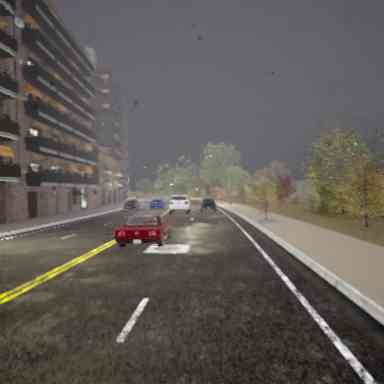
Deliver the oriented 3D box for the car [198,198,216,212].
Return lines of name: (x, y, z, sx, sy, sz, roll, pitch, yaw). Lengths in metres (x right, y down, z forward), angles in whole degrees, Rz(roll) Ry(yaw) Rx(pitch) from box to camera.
car: (1.894, 1.515, 39.946, 1.837, 1.490, 4.892, -1, 0, 0)

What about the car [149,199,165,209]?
car: (-4.789, 1.682, 46.371, 1.882, 1.535, 5.008, -2, 0, 0)

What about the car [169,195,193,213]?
car: (-1.360, 1.319, 37.693, 2.150, 2.045, 5.566, -2, 0, 0)

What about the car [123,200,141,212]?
car: (-8.027, 1.797, 44.645, 1.837, 1.490, 4.892, -2, 0, 0)

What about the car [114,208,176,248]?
car: (-2.046, 1.685, 15.374, 1.895, 1.301, 4.718, -2, 0, 3)

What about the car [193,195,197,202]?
car: (0.189, 1.563, 82.015, 1.882, 1.535, 5.008, -2, 0, -5)
